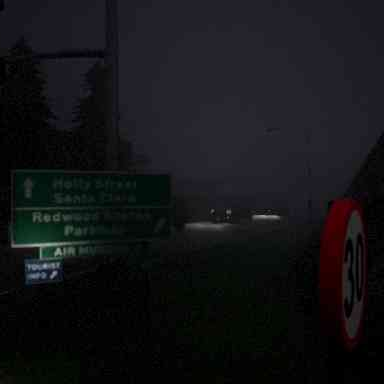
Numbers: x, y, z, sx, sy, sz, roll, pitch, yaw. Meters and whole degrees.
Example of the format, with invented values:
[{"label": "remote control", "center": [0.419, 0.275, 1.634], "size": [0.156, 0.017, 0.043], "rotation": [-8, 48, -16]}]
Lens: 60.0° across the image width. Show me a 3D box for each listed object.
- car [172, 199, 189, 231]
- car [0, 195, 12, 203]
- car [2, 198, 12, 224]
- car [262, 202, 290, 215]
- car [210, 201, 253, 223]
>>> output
[{"label": "car", "center": [-2.445, 1.485, 20.647], "size": [2.150, 2.045, 5.566], "rotation": [0, 0, 36]}, {"label": "car", "center": [-38.273, 1.855, 69.894], "size": [4.514, 1.523, 2.007], "rotation": [0, 0, 35]}, {"label": "car", "center": [-12.125, 1.631, 25.919], "size": [1.905, 1.878, 3.866], "rotation": [0, 0, 35]}, {"label": "car", "center": [9.335, 1.826, 36.783], "size": [1.994, 1.385, 4.181], "rotation": [0, 0, 36]}, {"label": "car", "center": [3.453, 1.615, 28.734], "size": [2.097, 1.767, 4.553], "rotation": [0, 0, 36]}]
